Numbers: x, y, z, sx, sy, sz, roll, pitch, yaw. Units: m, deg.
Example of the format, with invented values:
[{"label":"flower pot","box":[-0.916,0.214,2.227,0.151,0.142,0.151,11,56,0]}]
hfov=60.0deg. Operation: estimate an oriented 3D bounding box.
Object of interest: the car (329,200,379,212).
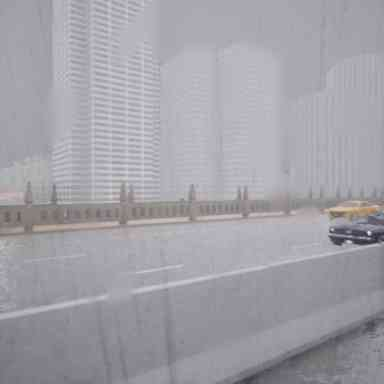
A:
[{"label":"car","box":[12.686,1.424,26.040,5.008,1.535,1.882,0,0,-36]}]

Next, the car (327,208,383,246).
[{"label":"car","box":[7.719,1.570,13.853,4.718,1.301,1.895,0,0,-36]}]
